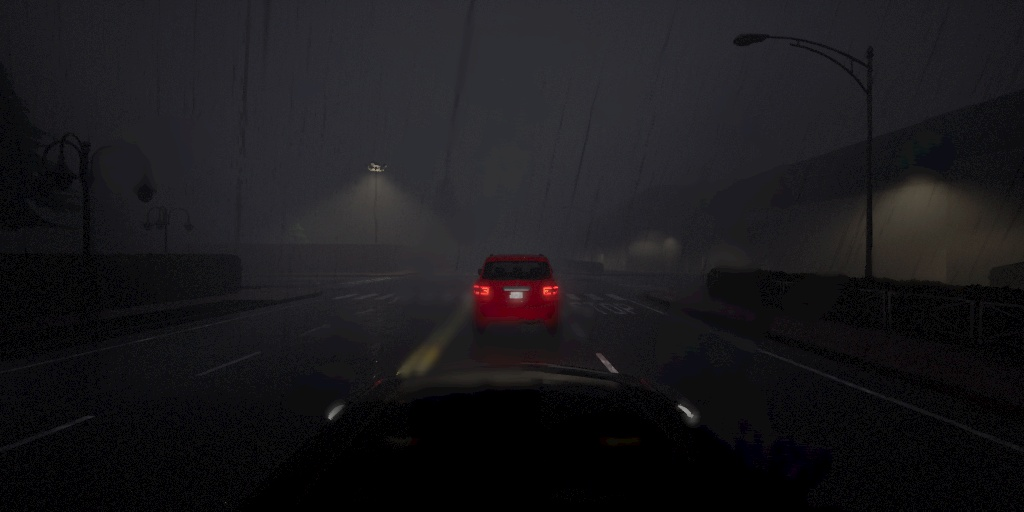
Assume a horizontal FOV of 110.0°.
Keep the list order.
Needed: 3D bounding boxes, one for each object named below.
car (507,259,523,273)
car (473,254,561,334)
[{"bbox_3d":[0.350,1.228,45.580,1.882,1.535,5.008,0,0,1],"label":"car"},{"bbox_3d":[0.120,0.971,10.727,2.150,2.045,5.566,0,0,0],"label":"car"}]
